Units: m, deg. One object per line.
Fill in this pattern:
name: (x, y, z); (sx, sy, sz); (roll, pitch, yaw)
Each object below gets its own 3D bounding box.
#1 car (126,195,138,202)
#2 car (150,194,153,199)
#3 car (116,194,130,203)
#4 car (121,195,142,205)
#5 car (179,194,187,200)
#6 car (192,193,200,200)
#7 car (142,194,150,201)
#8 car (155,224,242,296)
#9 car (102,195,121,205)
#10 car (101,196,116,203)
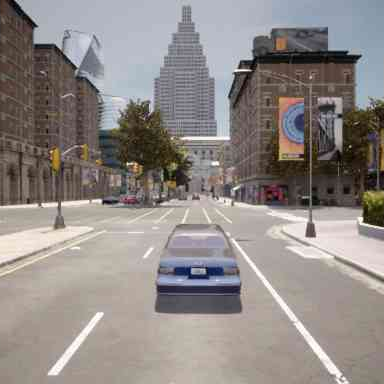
car: (-14.067, 1.478, 78.741); (1.882, 1.535, 5.008); (0, 0, 1)
car: (-10.558, 1.355, 79.503); (2.097, 1.767, 4.553); (0, 0, 1)
car: (-14.189, 1.355, 68.642); (2.097, 1.767, 4.553); (0, 0, 1)
car: (-10.866, 1.477, 59.719); (1.882, 1.535, 5.008); (0, 0, 1)
car: (-2.436, 1.540, 89.523); (2.033, 1.411, 5.357); (0, 0, 1)
car: (1.069, 1.350, 89.882); (2.097, 1.767, 4.553); (0, 0, 1)
car: (-10.678, 1.500, 69.514); (1.837, 1.490, 4.892); (0, 0, 1)
car: (0.166, 1.547, 8.803); (2.033, 1.411, 5.357); (0, 0, 1)
car: (-14.384, 1.601, 58.535); (1.895, 1.301, 4.718); (0, 0, 1)
car: (-17.426, 1.595, 69.687); (1.895, 1.301, 4.718); (0, 0, 1)
